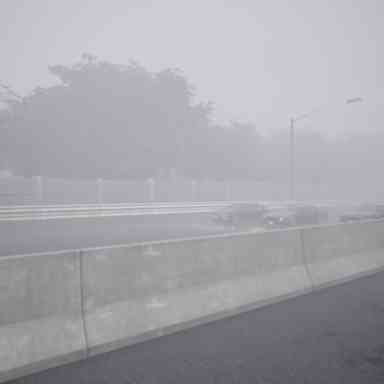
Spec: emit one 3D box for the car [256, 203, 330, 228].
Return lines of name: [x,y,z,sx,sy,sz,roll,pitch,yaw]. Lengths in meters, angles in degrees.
car: [7.005,1.537,22.079,5.357,1.411,2.033,0,0,-36]

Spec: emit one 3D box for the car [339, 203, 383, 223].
car: [11.183,1.464,20.811,5.008,1.535,1.882,0,0,-36]

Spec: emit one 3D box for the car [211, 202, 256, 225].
car: [3.565,1.497,23.895,4.892,1.490,1.837,0,0,-36]
